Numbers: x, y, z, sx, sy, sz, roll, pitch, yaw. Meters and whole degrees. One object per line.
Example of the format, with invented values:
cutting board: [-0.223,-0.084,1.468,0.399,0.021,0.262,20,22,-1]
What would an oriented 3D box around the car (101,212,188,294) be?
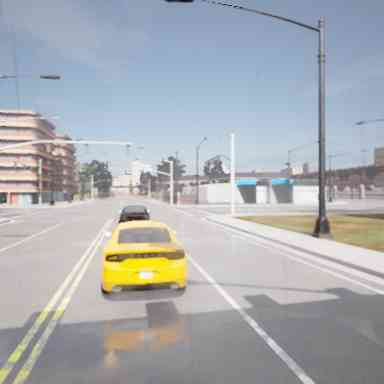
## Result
car: [-1.344,1.520,9.041,1.882,1.535,5.008,0,-1,-10]

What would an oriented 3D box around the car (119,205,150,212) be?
car: [-3.728,1.579,21.631,1.882,1.535,5.008,0,0,-11]
